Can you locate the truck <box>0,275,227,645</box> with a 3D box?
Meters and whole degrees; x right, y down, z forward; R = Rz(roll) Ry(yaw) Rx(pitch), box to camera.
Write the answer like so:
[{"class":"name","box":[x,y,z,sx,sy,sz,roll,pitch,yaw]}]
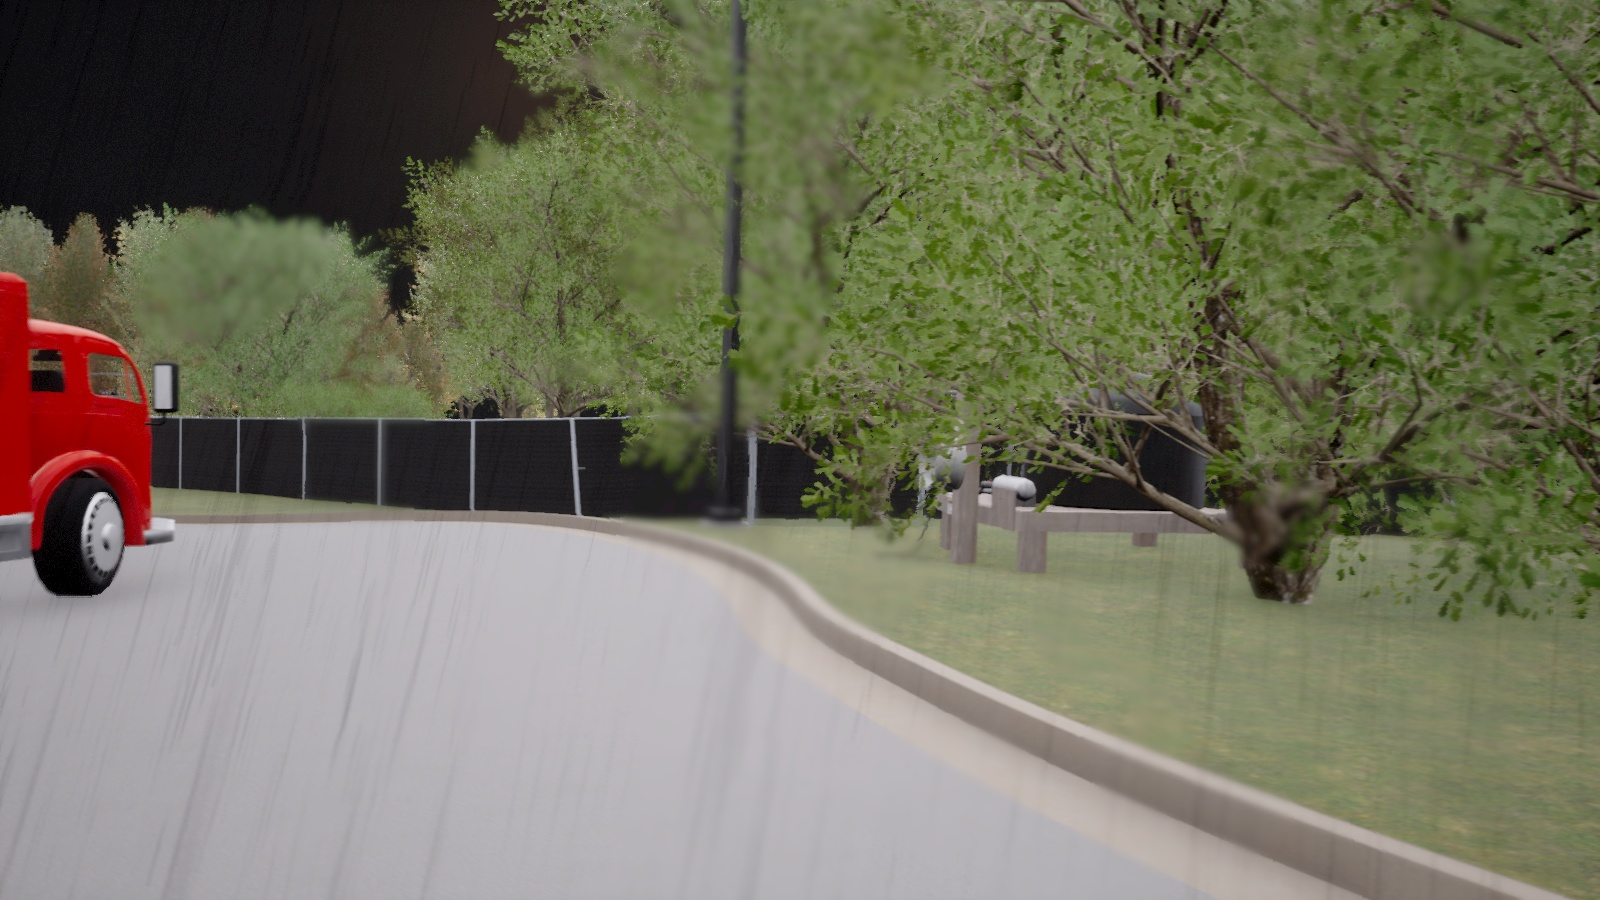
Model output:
[{"class":"truck","box":[-6.646,0.079,8.518,2.627,2.467,5.204,-1,1,7]}]
